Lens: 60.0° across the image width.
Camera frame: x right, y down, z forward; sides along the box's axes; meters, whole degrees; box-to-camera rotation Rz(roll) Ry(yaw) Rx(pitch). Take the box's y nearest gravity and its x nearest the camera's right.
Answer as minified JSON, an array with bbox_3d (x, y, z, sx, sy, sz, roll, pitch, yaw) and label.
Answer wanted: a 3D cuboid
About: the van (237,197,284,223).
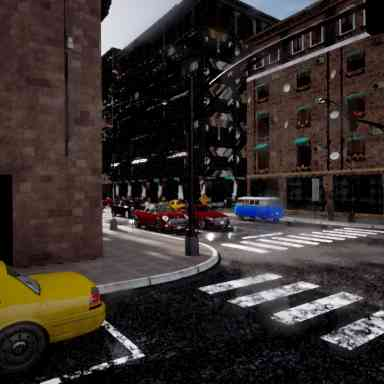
[{"bbox_3d":[4.926,1.280,24.944,1.690,1.788,3.998,0,0,-36],"label":"van"}]

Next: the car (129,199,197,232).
[{"bbox_3d":[-1.863,1.440,20.030,1.967,1.590,4.097,0,0,-36],"label":"car"}]

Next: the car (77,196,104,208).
[{"bbox_3d":[-14.368,1.429,46.970,2.128,1.511,4.902,-1,0,-35],"label":"car"}]

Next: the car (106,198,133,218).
[{"bbox_3d":[-5.609,1.473,29.581,1.837,1.490,4.892,-1,0,-36],"label":"car"}]

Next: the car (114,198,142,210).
[{"bbox_3d":[-8.395,1.463,43.258,1.887,1.381,4.507,-1,0,-36],"label":"car"}]

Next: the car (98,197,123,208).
[{"bbox_3d":[-11.725,1.462,47.837,1.887,1.381,4.507,-1,0,-36],"label":"car"}]

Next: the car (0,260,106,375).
[{"bbox_3d":[-3.554,1.525,4.029,4.829,1.417,1.752,0,0,-36],"label":"car"}]

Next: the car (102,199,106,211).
[{"bbox_3d":[-11.924,1.179,38.278,2.150,2.045,5.566,-1,1,-36],"label":"car"}]

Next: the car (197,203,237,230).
[{"bbox_3d":[0.437,1.508,21.274,1.812,1.442,4.674,-1,0,-34],"label":"car"}]
